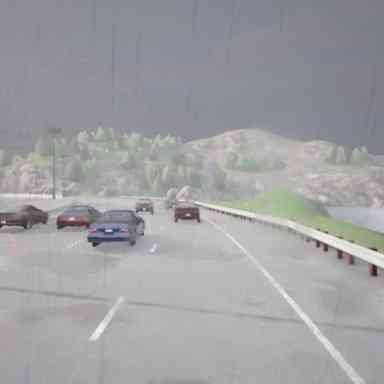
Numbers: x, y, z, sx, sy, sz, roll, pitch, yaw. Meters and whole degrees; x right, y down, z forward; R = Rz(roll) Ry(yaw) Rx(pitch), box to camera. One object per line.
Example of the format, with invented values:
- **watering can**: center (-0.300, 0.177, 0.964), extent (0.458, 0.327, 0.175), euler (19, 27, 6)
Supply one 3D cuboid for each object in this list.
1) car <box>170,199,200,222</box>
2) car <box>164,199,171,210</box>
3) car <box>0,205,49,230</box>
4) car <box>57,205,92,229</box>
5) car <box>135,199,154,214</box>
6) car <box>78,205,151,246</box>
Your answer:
- **car**: center (-0.504, 1.456, 26.174), extent (1.882, 1.535, 5.008), euler (0, 0, -5)
- **car**: center (-2.452, 1.514, 41.513), extent (2.033, 1.411, 5.357), euler (0, 0, -10)
- **car**: center (-10.604, 1.509, 20.851), extent (1.812, 1.442, 4.674), euler (0, 0, -3)
- **car**: center (-7.145, 1.546, 21.442), extent (1.994, 1.385, 4.181), euler (0, 0, -3)
- **car**: center (-5.003, 1.498, 34.911), extent (1.812, 1.442, 4.674), euler (0, 0, -8)
- **car**: center (-3.294, 1.535, 15.268), extent (2.033, 1.411, 5.357), euler (0, 0, -2)
